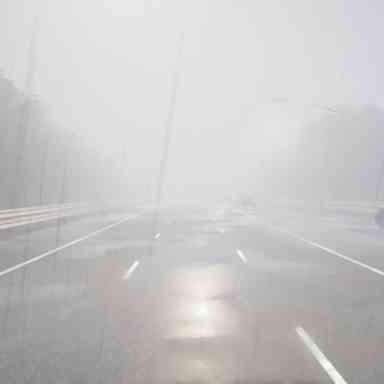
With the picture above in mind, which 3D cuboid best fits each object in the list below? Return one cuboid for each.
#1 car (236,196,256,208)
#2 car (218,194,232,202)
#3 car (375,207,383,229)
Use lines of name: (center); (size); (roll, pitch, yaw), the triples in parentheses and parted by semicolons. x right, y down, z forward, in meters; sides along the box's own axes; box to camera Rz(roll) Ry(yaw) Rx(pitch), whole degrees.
car: (7.327, 1.383, 45.427); (1.837, 1.490, 4.892); (0, 0, -3)
car: (7.021, 1.365, 68.158); (2.033, 1.411, 5.357); (0, 0, 0)
car: (12.988, 1.203, 18.358); (2.150, 2.045, 5.566); (0, 0, -19)
